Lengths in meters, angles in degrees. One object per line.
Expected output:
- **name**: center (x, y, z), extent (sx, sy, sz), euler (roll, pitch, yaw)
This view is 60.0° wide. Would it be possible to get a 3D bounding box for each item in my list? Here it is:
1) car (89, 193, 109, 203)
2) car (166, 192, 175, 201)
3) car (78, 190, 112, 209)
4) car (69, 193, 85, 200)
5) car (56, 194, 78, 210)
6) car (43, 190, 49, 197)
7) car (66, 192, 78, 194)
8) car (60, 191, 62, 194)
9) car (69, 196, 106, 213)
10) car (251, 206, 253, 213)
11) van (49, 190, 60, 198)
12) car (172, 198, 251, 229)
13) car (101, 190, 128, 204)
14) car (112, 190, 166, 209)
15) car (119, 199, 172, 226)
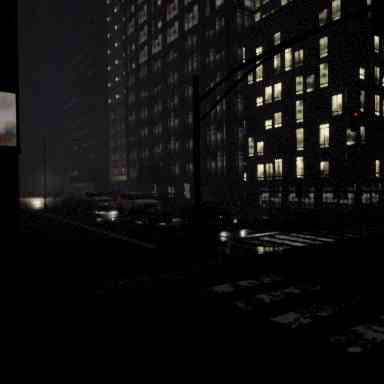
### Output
- **car**: center (-15.943, 0.919, 56.800), extent (1.882, 1.535, 5.008), euler (-1, 1, -35)
- **car**: center (-3.663, 0.963, 38.173), extent (2.192, 1.841, 5.009), euler (-1, 1, -35)
- **car**: center (-10.931, 0.927, 38.526), extent (2.150, 2.045, 5.566), euler (-1, 1, -35)
- **car**: center (-22.851, 0.889, 66.059), extent (1.887, 1.381, 4.507), euler (-1, 1, -35)
- **car**: center (-13.741, 1.289, 38.040), extent (2.008, 1.369, 4.403), euler (-1, 1, -35)
- **car**: center (-35.643, 0.689, 84.647), extent (2.008, 1.369, 4.403), euler (-1, 1, -35)
- **car**: center (-19.322, 1.082, 56.175), extent (1.895, 1.301, 4.718), euler (-1, 1, -35)
- **car**: center (-26.049, 0.733, 70.705), extent (1.967, 1.590, 4.097), euler (-1, 1, -35)
- **car**: center (-10.541, 1.354, 33.392), extent (1.947, 1.339, 4.313), euler (-1, 1, -35)
- **car**: center (3.080, 1.278, 28.311), extent (1.752, 1.417, 4.829), euler (-1, 1, -35)
- **van**: center (-32.445, 0.531, 79.997), extent (1.690, 1.788, 3.998), euler (-1, 1, -35)
- **car**: center (1.089, 1.382, 21.042), extent (2.128, 1.511, 4.902), euler (-1, 1, -35)
- **car**: center (-12.021, 0.733, 51.035), extent (2.150, 2.045, 5.566), euler (-1, 1, -35)
- **car**: center (-4.867, 1.021, 29.692), extent (2.150, 2.045, 5.566), euler (-1, 1, -35)
- **car**: center (-2.920, 1.455, 22.366), extent (2.008, 1.369, 4.403), euler (-1, 1, -35)
